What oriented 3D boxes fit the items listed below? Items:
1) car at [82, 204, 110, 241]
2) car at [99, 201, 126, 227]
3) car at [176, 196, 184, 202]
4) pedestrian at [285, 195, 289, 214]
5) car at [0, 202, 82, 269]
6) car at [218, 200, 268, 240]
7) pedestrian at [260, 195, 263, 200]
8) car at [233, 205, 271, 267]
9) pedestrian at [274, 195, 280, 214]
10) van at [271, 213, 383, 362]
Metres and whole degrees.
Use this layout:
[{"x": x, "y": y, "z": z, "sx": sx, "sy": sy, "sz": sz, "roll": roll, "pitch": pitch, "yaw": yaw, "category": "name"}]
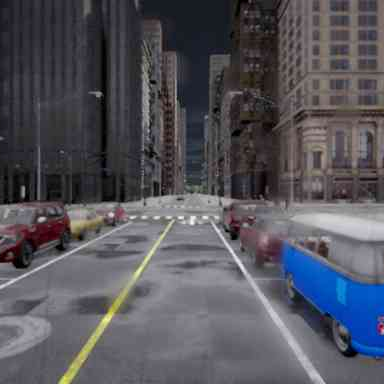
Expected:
[{"x": -5.768, "y": 1.525, "z": 16.788, "sx": 1.752, "sy": 1.417, "sz": 4.829, "roll": 0, "pitch": 0, "yaw": 0, "category": "car"}, {"x": -5.769, "y": 1.439, "z": 22.560, "sx": 1.967, "sy": 1.590, "sz": 4.097, "roll": 0, "pitch": 0, "yaw": 0, "category": "car"}, {"x": -2.848, "y": 1.550, "z": 79.216, "sx": 2.033, "sy": 1.411, "sz": 5.357, "roll": 0, "pitch": 0, "yaw": 0, "category": "car"}, {"x": 8.131, "y": 1.154, "z": 28.642, "sx": 0.375, "sy": 1.860, "sz": 0.375, "roll": 0, "pitch": 0, "yaw": 0, "category": "pedestrian"}, {"x": -5.768, "y": 1.314, "z": 11.356, "sx": 2.192, "sy": 1.841, "sz": 5.009, "roll": 0, "pitch": 0, "yaw": 0, "category": "car"}, {"x": 2.756, "y": 1.315, "z": 16.961, "sx": 2.192, "sy": 1.841, "sz": 5.009, "roll": 0, "pitch": 0, "yaw": 0, "category": "car"}, {"x": 6.131, "y": 1.146, "z": 29.241, "sx": 0.375, "sy": 1.860, "sz": 0.375, "roll": 0, "pitch": 0, "yaw": 0, "category": "pedestrian"}, {"x": 2.758, "y": 1.440, "z": 11.358, "sx": 1.967, "sy": 1.590, "sz": 4.097, "roll": 0, "pitch": 0, "yaw": 0, "category": "car"}, {"x": 7.131, "y": 1.147, "z": 28.041, "sx": 0.375, "sy": 1.860, "sz": 0.375, "roll": 0, "pitch": 0, "yaw": 0, "category": "pedestrian"}, {"x": 2.758, "y": 1.341, "z": 5.757, "sx": 1.690, "sy": 1.788, "sz": 3.998, "roll": 0, "pitch": 0, "yaw": 0, "category": "van"}]
